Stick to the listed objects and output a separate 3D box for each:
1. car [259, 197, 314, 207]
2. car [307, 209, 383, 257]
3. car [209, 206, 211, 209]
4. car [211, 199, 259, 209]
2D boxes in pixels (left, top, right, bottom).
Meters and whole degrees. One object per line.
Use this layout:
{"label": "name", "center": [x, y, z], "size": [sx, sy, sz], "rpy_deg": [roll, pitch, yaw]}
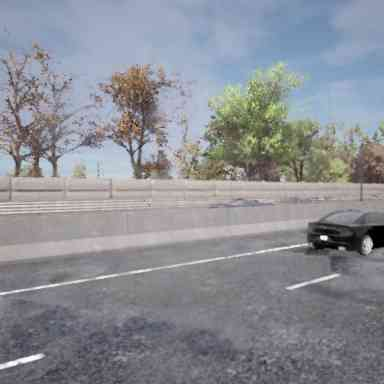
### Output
{"label": "car", "center": [8.017, 1.201, 26.911], "size": [4.553, 1.767, 2.097], "rpy_deg": [0, 0, -35]}
{"label": "car", "center": [6.461, 1.387, 12.655], "size": [5.008, 1.535, 1.882], "rpy_deg": [0, 0, -36]}
{"label": "car", "center": [4.147, 1.395, 32.749], "size": [5.357, 1.411, 2.033], "rpy_deg": [0, 0, -35]}
{"label": "car", "center": [4.548, 1.407, 28.738], "size": [5.357, 1.411, 2.033], "rpy_deg": [0, 0, -36]}
